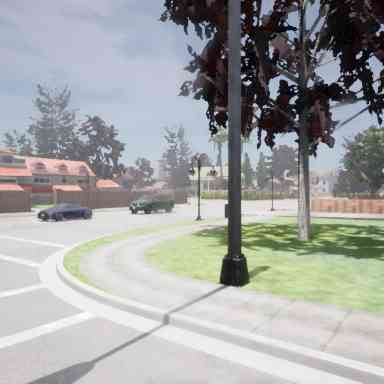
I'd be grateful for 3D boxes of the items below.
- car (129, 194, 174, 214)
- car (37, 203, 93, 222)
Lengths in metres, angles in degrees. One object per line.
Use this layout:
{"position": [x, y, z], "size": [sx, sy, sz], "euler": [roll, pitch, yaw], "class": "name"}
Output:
{"position": [-4.163, 1.221, 35.229], "size": [2.150, 2.045, 5.566], "euler": [0, 0, 35], "class": "car"}
{"position": [-10.042, 1.565, 26.544], "size": [1.994, 1.385, 4.181], "euler": [0, 0, 34], "class": "car"}
